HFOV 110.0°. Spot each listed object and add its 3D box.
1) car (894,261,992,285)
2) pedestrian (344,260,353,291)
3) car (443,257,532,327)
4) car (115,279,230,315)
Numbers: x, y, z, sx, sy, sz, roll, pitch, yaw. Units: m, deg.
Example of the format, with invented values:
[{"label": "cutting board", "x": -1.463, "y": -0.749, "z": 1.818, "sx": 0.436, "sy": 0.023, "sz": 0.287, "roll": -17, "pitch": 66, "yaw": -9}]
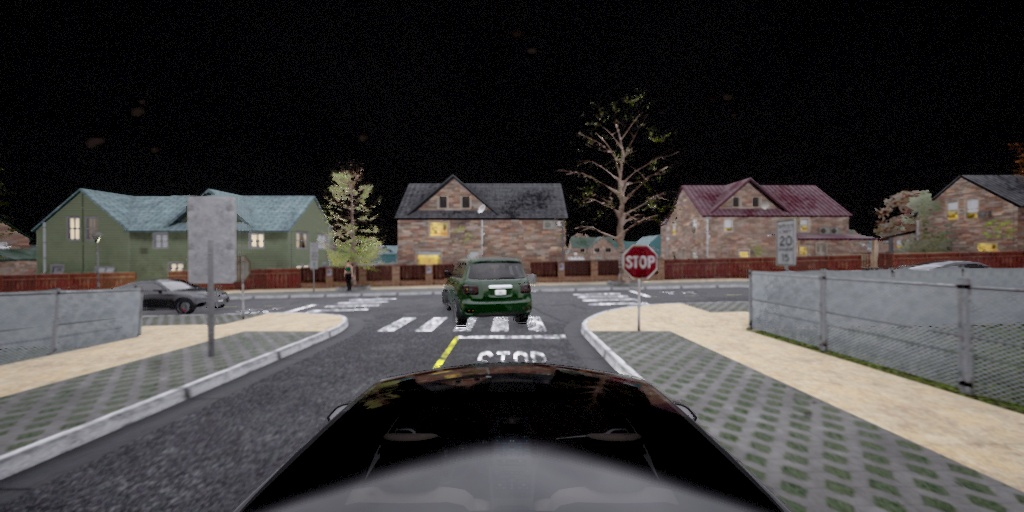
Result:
[{"label": "car", "x": 19.102, "y": 0.912, "z": 15.411, "sx": 4.674, "sy": 1.442, "sz": 1.812, "roll": -1, "pitch": 0, "yaw": 0}, {"label": "pedestrian", "x": -9.650, "y": 1.166, "z": 21.220, "sx": 0.375, "sy": 1.860, "sz": 0.375, "roll": 0, "pitch": 2, "yaw": 0}, {"label": "car", "x": -1.028, "y": 1.058, "z": 12.269, "sx": 2.150, "sy": 2.045, "sz": 5.566, "roll": 0, "pitch": 0, "yaw": -15}, {"label": "car", "x": -14.812, "y": 1.712, "z": 15.356, "sx": 4.674, "sy": 1.442, "sz": 1.812, "roll": -1, "pitch": 0, "yaw": 0}]
